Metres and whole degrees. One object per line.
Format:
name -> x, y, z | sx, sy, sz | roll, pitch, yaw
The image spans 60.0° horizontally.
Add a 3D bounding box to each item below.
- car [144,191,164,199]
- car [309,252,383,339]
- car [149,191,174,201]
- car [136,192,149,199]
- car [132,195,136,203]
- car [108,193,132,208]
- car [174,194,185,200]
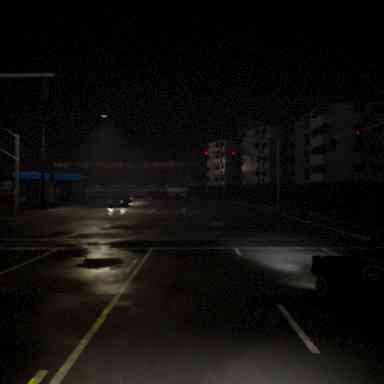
car -> -9.647, 0.667, 84.047 | 2.150, 2.045, 5.566 | 0, 1, -45
car -> 3.579, 1.637, 5.468 | 1.895, 1.301, 4.718 | 0, 0, 0
car -> -6.870, 0.888, 74.591 | 2.150, 2.045, 5.566 | 0, 0, -32
car -> -12.562, 1.092, 82.040 | 1.895, 1.301, 4.718 | 0, 1, -45
car -> -12.284, 1.111, 61.481 | 2.097, 1.767, 4.553 | 0, 0, -19
car -> -9.975, 1.229, 45.411 | 2.097, 1.767, 4.553 | 0, 0, -1
car -> -3.616, 1.192, 75.970 | 2.033, 1.411, 5.357 | 0, 0, -32
